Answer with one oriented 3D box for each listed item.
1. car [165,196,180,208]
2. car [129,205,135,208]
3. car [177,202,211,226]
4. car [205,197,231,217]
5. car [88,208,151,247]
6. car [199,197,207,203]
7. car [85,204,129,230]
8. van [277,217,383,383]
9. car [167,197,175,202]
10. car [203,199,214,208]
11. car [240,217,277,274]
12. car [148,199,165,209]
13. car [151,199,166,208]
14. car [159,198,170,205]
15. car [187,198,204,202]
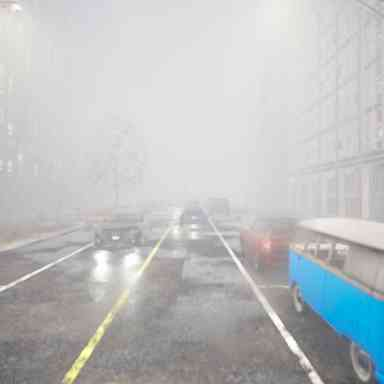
[{"bbox_3d":[-2.998,1.891,56.267,2.033,1.411,5.357,0,0,1],"label":"car"},{"bbox_3d":[-5.658,1.728,27.873,2.008,1.369,4.403,0,0,0],"label":"car"},{"bbox_3d":[0.126,1.722,24.640,1.994,1.385,4.181,0,0,0],"label":"car"},{"bbox_3d":[2.730,1.527,33.545,2.192,1.841,5.009,0,0,0],"label":"car"},{"bbox_3d":[-3.084,1.665,15.415,1.994,1.385,4.181,0,0,0],"label":"car"},{"bbox_3d":[2.784,2.062,84.773,1.947,1.339,4.313,0,0,0],"label":"car"},{"bbox_3d":[-5.664,1.667,22.009,1.752,1.417,4.829,0,0,0],"label":"car"},{"bbox_3d":[2.699,1.376,5.086,1.690,1.788,3.998,0,0,0],"label":"van"},{"bbox_3d":[-5.590,2.070,90.487,1.887,1.381,4.507,0,0,0],"label":"car"},{"bbox_3d":[2.754,1.871,56.482,1.752,1.417,4.829,0,0,0],"label":"car"},{"bbox_3d":[2.705,1.512,10.777,1.967,1.590,4.097,0,0,0],"label":"car"},{"bbox_3d":[-5.633,1.863,50.641,2.008,1.369,4.403,0,0,0],"label":"car"},{"bbox_3d":[-5.627,1.910,56.334,1.947,1.339,4.313,0,0,0],"label":"car"},{"bbox_3d":[-5.614,1.988,67.716,1.802,1.307,4.206,0,0,0],"label":"car"},{"bbox_3d":[0.145,1.615,41.954,2.097,1.767,4.553,0,0,0],"label":"car"}]
